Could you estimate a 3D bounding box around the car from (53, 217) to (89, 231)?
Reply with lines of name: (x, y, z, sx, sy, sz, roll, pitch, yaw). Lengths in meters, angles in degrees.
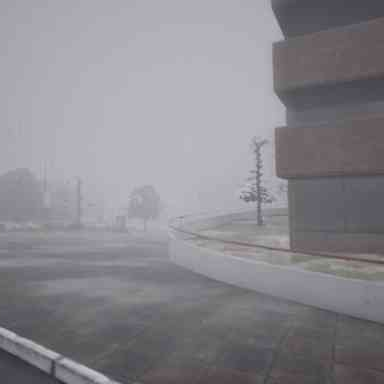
car: (-19.524, 5.451, 53.831, 2.097, 1.767, 4.553, -2, -6, 25)

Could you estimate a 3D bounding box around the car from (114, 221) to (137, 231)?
car: (-13.042, 7.081, 67.541, 1.812, 1.442, 4.674, -2, -6, 25)

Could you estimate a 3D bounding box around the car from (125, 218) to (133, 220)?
car: (-18.348, 8.736, 90.320, 2.163, 1.488, 4.792, 0, 1, 10)

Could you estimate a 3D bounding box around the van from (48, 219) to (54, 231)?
van: (-24.598, 5.411, 55.012, 4.442, 1.987, 1.878, -1, -6, 5)

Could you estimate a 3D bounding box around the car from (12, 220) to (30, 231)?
car: (-27.287, 5.097, 49.547, 4.674, 1.452, 2.002, -1, -6, 5)

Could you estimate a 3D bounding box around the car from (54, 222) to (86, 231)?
car: (-22.141, 6.218, 60.438, 4.892, 1.521, 2.231, -1, -6, 5)

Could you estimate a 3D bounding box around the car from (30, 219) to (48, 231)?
car: (-26.185, 5.345, 52.288, 5.366, 1.575, 1.946, -1, -6, 5)

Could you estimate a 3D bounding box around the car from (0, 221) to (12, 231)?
car: (-28.556, 4.806, 46.812, 4.674, 1.452, 2.002, 0, -6, 5)

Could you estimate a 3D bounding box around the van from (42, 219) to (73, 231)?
van: (-23.314, 5.702, 57.739, 4.442, 1.987, 1.878, -1, -6, 5)

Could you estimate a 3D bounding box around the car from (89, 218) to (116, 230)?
car: (-18.325, 6.836, 68.628, 5.566, 2.045, 2.435, -1, -6, 5)
